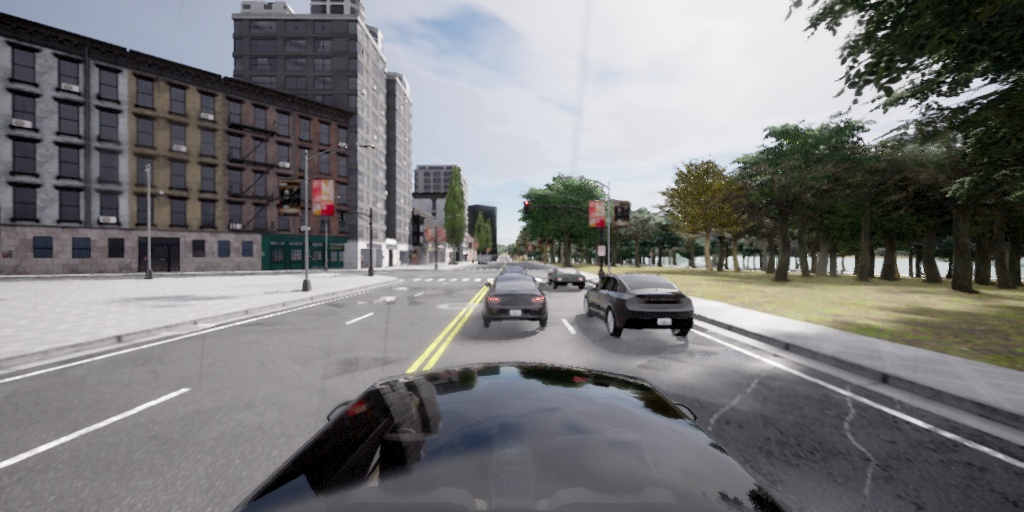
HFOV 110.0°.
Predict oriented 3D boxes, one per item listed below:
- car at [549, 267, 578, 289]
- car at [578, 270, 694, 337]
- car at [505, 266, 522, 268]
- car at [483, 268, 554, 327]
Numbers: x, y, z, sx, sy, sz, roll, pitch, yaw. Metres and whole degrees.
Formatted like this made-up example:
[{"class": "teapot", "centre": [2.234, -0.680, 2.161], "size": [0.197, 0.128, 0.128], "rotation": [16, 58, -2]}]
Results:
[{"class": "car", "centre": [3.337, 1.367, 22.831], "size": [1.895, 1.301, 4.718], "rotation": [0, 0, 0]}, {"class": "car", "centre": [3.344, 1.257, 10.293], "size": [1.837, 1.490, 4.892], "rotation": [0, -1, 0]}, {"class": "car", "centre": [0.092, 1.330, 22.306], "size": [1.994, 1.385, 4.181], "rotation": [0, 0, -1]}, {"class": "car", "centre": [0.097, 1.283, 11.474], "size": [1.812, 1.442, 4.674], "rotation": [0, 0, 0]}]
